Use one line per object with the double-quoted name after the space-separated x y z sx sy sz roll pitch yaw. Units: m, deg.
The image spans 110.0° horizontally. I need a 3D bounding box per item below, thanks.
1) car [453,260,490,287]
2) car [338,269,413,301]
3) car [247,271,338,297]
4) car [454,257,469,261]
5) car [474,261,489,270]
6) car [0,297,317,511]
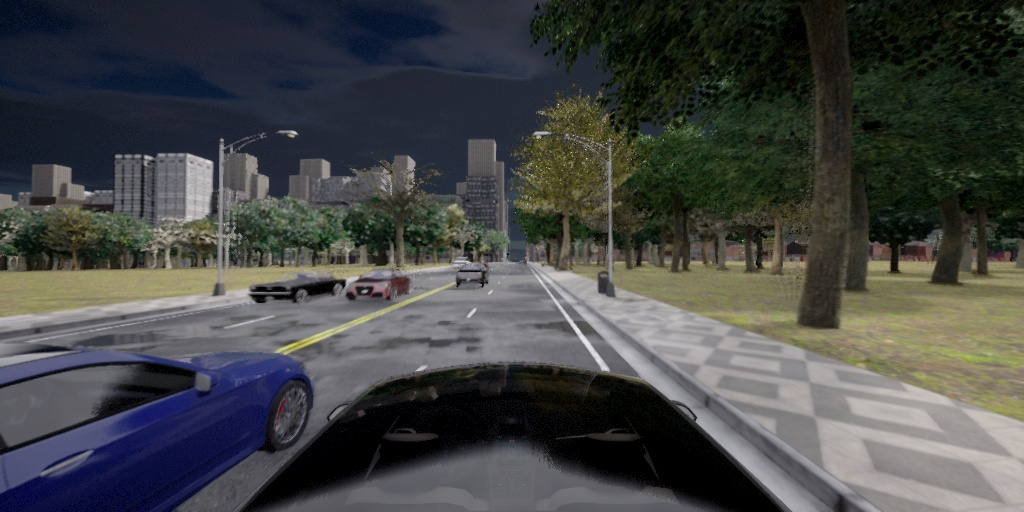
-2.591 1.271 24.450 2.128 1.511 4.902 0 0 2 "car"
-6.249 1.328 17.312 1.994 1.385 4.181 0 0 2 "car"
-9.529 1.364 16.381 1.895 1.301 4.718 0 0 2 "car"
-8.225 1.149 58.966 2.150 2.045 5.566 0 0 2 "car"
-4.963 1.530 59.277 1.895 1.301 4.718 0 0 2 "car"
-3.227 1.276 2.206 1.812 1.442 4.674 0 0 2 "car"
